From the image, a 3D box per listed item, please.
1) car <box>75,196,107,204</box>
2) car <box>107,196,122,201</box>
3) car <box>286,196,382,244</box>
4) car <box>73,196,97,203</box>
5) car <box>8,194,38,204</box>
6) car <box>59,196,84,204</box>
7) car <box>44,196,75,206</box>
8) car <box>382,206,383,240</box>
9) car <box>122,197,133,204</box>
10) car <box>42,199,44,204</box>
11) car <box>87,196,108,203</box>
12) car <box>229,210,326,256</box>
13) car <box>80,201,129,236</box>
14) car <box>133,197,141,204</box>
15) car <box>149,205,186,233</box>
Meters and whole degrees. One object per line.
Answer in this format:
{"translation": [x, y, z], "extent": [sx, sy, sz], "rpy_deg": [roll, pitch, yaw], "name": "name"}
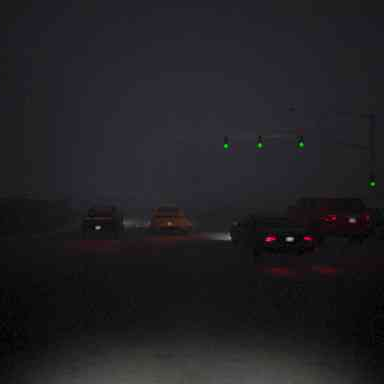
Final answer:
{"translation": [-17.240, 1.598, 56.528], "extent": [5.357, 1.411, 2.033], "rpy_deg": [0, 0, 42], "name": "car"}
{"translation": [-15.419, 1.526, 59.579], "extent": [5.008, 1.535, 1.882], "rpy_deg": [0, 0, 39], "name": "car"}
{"translation": [6.067, 1.214, 15.846], "extent": [2.150, 2.045, 5.566], "rpy_deg": [0, 0, -6], "name": "car"}
{"translation": [-22.111, 1.587, 68.570], "extent": [4.718, 1.301, 1.895], "rpy_deg": [0, 0, 28], "name": "car"}
{"translation": [-31.087, 1.303, 61.234], "extent": [5.566, 2.045, 2.150], "rpy_deg": [0, 0, 21], "name": "car"}
{"translation": [-23.822, 1.502, 65.518], "extent": [4.892, 1.490, 1.837], "rpy_deg": [0, 0, 28], "name": "car"}
{"translation": [-22.414, 1.413, 56.275], "extent": [4.553, 1.767, 2.097], "rpy_deg": [0, 0, 35], "name": "car"}
{"translation": [9.434, 1.491, 16.888], "extent": [1.837, 1.490, 4.892], "rpy_deg": [0, 0, -7], "name": "car"}
{"translation": [-13.833, 1.647, 62.834], "extent": [4.718, 1.301, 1.895], "rpy_deg": [0, 0, 39], "name": "car"}
{"translation": [-25.926, 1.536, 62.676], "extent": [5.008, 1.535, 1.882], "rpy_deg": [0, 0, 25], "name": "car"}
{"translation": [-20.347, 1.534, 71.594], "extent": [4.181, 1.385, 1.994], "rpy_deg": [0, 0, 28], "name": "car"}
{"translation": [2.858, 1.546, 13.043], "extent": [2.033, 1.411, 5.357], "rpy_deg": [0, 0, -6], "name": "car"}
{"translation": [-4.874, 1.507, 18.537], "extent": [2.128, 1.511, 4.902], "rpy_deg": [0, 0, -7], "name": "car"}
{"translation": [-12.136, 1.606, 65.986], "extent": [4.181, 1.385, 1.994], "rpy_deg": [0, 0, 39], "name": "car"}
{"translation": [-1.514, 1.486, 19.783], "extent": [1.882, 1.535, 5.008], "rpy_deg": [0, 0, -8], "name": "car"}
